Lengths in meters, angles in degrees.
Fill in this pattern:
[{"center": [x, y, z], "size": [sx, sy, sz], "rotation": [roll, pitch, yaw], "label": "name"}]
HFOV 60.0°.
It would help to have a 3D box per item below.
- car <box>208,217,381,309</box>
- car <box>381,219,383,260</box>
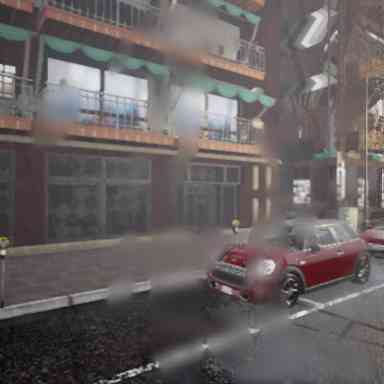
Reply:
[{"center": [2.322, 1.402, 7.740], "size": [4.097, 1.590, 1.967], "rotation": [0, 1, -35], "label": "car"}, {"center": [6.939, 1.508, 11.034], "size": [4.206, 1.307, 1.802], "rotation": [0, 1, -35], "label": "car"}]
